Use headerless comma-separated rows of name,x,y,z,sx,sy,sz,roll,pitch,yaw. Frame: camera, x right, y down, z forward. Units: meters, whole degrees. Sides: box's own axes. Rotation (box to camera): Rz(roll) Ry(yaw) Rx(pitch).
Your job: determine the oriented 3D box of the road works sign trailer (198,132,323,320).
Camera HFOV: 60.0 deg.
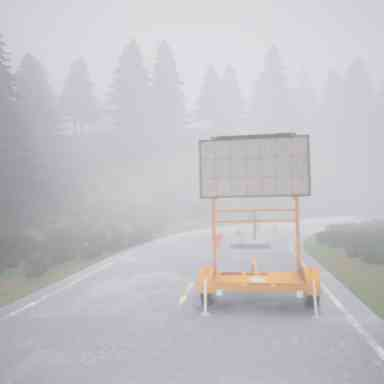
road works sign trailer,1.402,0.520,7.487,2.380,3.560,2.880,-2,-1,9
